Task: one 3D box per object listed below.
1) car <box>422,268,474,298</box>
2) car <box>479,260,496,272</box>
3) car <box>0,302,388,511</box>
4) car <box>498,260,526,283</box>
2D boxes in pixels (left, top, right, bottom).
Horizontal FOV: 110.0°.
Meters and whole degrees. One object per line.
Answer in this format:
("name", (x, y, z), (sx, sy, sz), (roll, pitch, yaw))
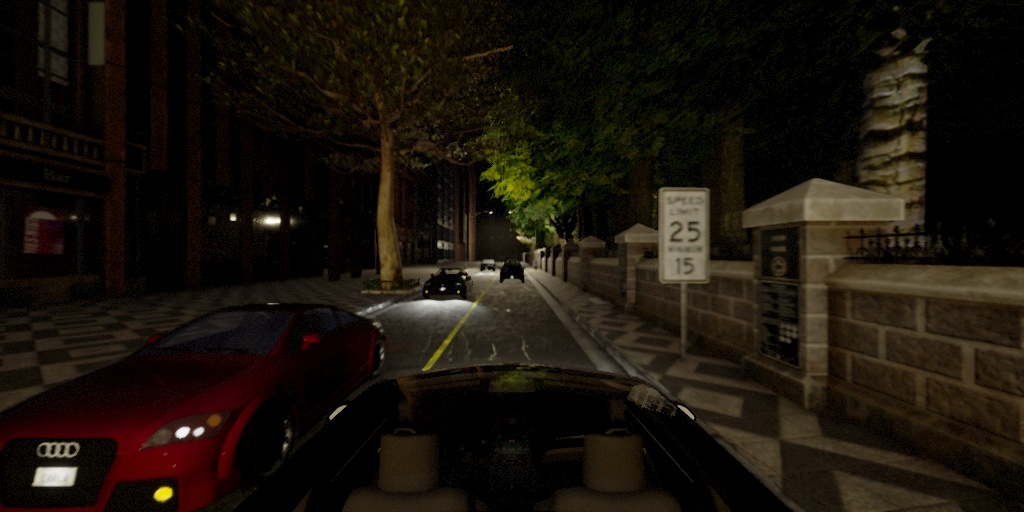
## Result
("car", (-3.083, 1.284, 17.995), (1.994, 1.385, 4.181), (0, 0, 1))
("car", (-3.003, 1.206, 45.366), (2.128, 1.511, 4.902), (0, 0, 0))
("car", (-3.099, 1.309, 4.422), (1.994, 1.385, 4.181), (0, 0, 0))
("car", (0.025, 1.218, 27.689), (1.837, 1.490, 4.892), (0, 1, 0))
